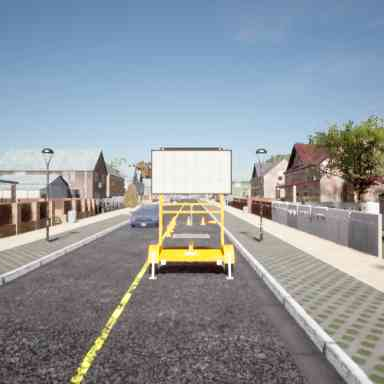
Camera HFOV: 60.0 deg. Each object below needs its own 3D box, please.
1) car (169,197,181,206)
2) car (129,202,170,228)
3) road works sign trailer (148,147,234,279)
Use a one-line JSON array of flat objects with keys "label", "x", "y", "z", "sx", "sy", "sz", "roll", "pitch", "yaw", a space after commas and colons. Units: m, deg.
[{"label": "car", "x": -2.908, "y": 1.628, "z": 57.157, "sx": 2.128, "sy": 1.511, "sz": 4.902, "roll": 0, "pitch": 0, "yaw": 0}, {"label": "car", "x": -2.912, "y": 1.574, "z": 22.622, "sx": 2.033, "sy": 1.411, "sz": 5.357, "roll": 0, "pitch": 0, "yaw": 0}, {"label": "road works sign trailer", "x": -0.015, "y": 0.471, "z": 10.023, "sx": 2.380, "sy": 3.560, "sz": 2.880, "roll": 0, "pitch": 0, "yaw": 0}]
